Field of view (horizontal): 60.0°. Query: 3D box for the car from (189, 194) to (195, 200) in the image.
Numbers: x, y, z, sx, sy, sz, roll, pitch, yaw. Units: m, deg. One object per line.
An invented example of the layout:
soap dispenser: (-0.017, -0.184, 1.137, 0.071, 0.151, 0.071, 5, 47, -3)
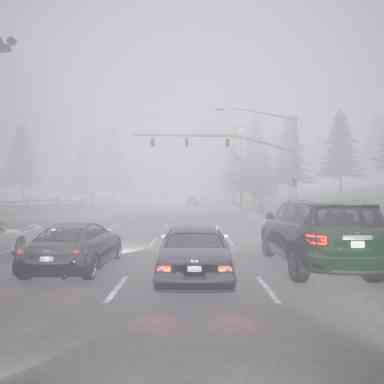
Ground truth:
car: (0.009, 1.310, 94.098, 1.882, 1.535, 5.008, 0, 0, 0)

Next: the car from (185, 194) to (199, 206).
car: (0.003, 1.352, 53.035, 2.097, 1.767, 4.553, 0, 0, 0)

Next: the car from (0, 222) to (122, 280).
car: (-3.433, 1.564, 9.921, 1.994, 1.385, 4.181, 0, 0, 1)

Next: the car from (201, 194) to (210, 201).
car: (3.508, 1.492, 83.677, 1.837, 1.490, 4.892, 0, 0, 0)

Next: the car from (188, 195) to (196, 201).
car: (0.008, 1.531, 83.678, 2.033, 1.411, 5.357, 0, 0, 0)

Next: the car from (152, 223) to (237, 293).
car: (0.067, 1.547, 8.996, 2.033, 1.411, 5.357, 0, 0, 0)

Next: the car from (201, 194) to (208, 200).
car: (3.509, 1.310, 94.097, 1.882, 1.535, 5.008, 0, 0, 0)

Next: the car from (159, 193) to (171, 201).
car: (-6.992, 1.217, 83.708, 2.150, 2.045, 5.566, 0, 0, 0)

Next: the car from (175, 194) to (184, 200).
car: (-3.491, 1.358, 94.098, 2.128, 1.511, 4.902, 0, 0, 0)

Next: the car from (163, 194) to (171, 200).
car: (-6.991, 1.385, 94.098, 1.994, 1.385, 4.181, 0, 0, 0)

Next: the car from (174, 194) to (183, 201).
car: (-3.492, 1.517, 84.095, 1.812, 1.442, 4.674, 0, 0, 0)

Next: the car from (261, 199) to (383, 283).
car: (3.572, 1.221, 9.816, 2.150, 2.045, 5.566, 0, 0, 0)
